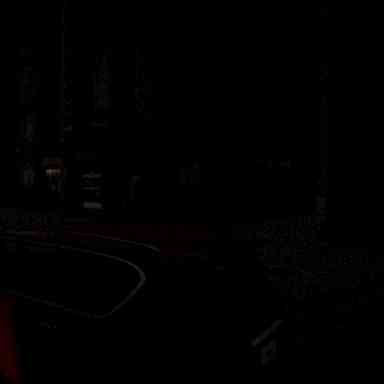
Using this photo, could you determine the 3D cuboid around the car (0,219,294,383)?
[{"bbox_3d":[-1.361,1.261,3.927,5.009,1.841,2.192,1,1,35],"label":"car"}]
